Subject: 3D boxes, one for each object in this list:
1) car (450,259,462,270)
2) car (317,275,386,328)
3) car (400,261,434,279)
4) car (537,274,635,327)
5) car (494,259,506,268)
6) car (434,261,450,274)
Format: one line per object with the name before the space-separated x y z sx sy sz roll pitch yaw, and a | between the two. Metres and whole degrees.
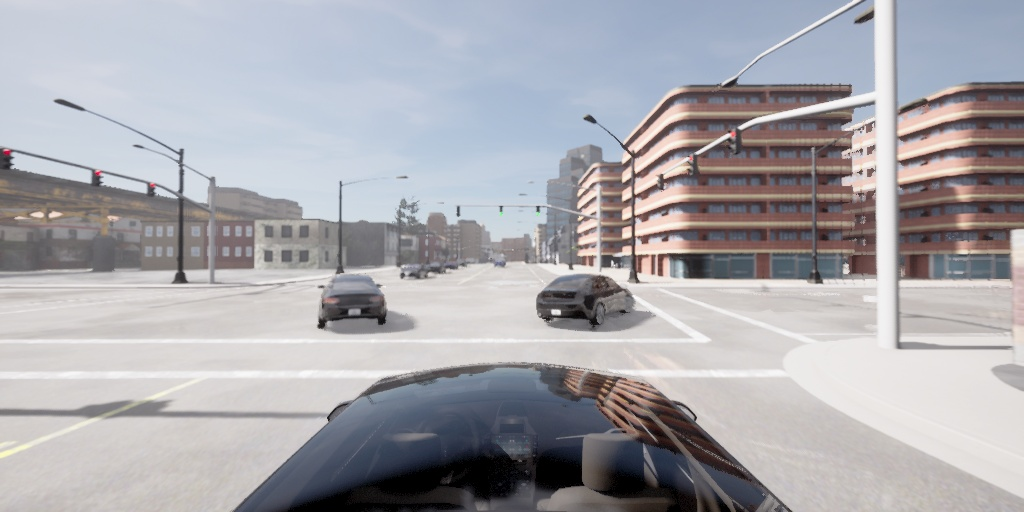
car | -9.402 1.463 54.951 1.895 1.301 4.718 0 0 1
car | -5.281 1.357 11.758 1.812 1.442 4.674 1 -1 -26
car | -9.636 1.456 35.578 2.128 1.511 4.902 0 0 0
car | 2.622 1.357 12.213 1.837 1.490 4.892 -3 -2 34
car | -2.270 1.345 65.162 2.033 1.411 5.357 0 0 1
car | -9.540 1.408 45.028 1.882 1.535 5.008 0 0 0
